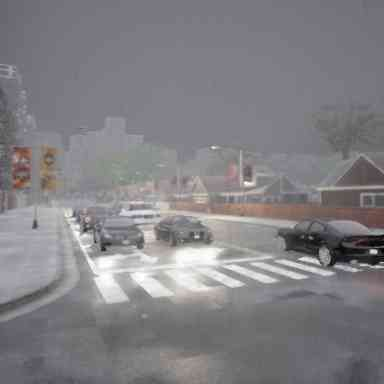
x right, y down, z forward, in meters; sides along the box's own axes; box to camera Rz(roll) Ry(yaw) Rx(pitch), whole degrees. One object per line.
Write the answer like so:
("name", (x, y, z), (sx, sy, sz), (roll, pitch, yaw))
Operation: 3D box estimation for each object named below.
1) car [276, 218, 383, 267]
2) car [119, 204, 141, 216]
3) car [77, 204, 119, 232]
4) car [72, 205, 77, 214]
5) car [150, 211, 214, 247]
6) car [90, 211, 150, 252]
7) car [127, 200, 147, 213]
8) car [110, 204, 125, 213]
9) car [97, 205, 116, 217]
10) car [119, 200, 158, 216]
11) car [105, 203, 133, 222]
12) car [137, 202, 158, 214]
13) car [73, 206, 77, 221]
("car", (4.897, 1.680, 12.331), (1.882, 1.535, 5.008), (1, -1, -12))
("car", (-8.664, 2.458, 46.382), (2.128, 1.511, 4.902), (0, -1, -21))
("car", (-6.975, 1.884, 24.377), (2.097, 1.767, 4.553), (0, -1, -22))
("car", (-14.399, 2.425, 42.991), (1.882, 1.535, 5.008), (0, -1, -21))
("car", (-0.506, 1.900, 16.982), (1.994, 1.385, 4.181), (0, -1, -22))
("car", (-3.601, 1.867, 15.975), (1.812, 1.442, 4.674), (0, -1, -22))
("car", (-9.533, 2.398, 57.167), (2.150, 2.045, 5.566), (0, -1, -22))
("car", (-12.535, 2.702, 55.921), (1.812, 1.442, 4.674), (0, -1, -22))
("car", (-11.518, 2.480, 44.551), (1.812, 1.442, 4.674), (0, -1, -22))
("car", (-3.995, 1.754, 25.674), (2.150, 2.045, 5.566), (0, -1, -22))
("car", (-7.765, 2.096, 35.084), (2.097, 1.767, 4.553), (0, -1, -22))
("car", (-6.745, 2.379, 50.360), (2.097, 1.767, 4.553), (0, -1, -21))
("car", (-10.356, 2.322, 32.803), (1.895, 1.301, 4.718), (0, -1, -22))
